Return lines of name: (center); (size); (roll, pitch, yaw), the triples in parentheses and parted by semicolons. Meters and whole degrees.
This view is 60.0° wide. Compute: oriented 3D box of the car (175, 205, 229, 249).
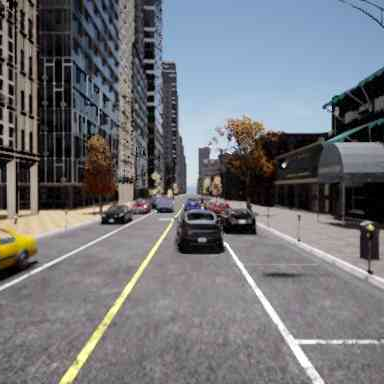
car: (0.268, 1.550, 14.879); (1.837, 1.490, 4.892); (0, 0, -3)

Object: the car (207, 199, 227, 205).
car: (2.686, 1.638, 31.118); (1.887, 1.381, 4.507); (-1, 0, 0)

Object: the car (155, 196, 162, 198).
car: (-5.657, 1.711, 48.107); (1.947, 1.339, 4.313); (-1, 0, 0)

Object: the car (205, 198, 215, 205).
car: (2.688, 1.692, 36.761); (1.802, 1.307, 4.206); (-1, 0, 0)

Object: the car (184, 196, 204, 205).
car: (0.110, 1.477, 42.007); (2.097, 1.767, 4.553); (0, 0, 0)

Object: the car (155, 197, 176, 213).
car: (-3.074, 1.665, 39.367); (2.033, 1.411, 5.357); (0, 0, 0)

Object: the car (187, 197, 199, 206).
car: (0.116, 1.679, 61.830); (2.128, 1.511, 4.902); (0, 0, 0)

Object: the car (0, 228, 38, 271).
car: (-5.667, 1.551, 8.428); (1.752, 1.417, 4.829); (-1, 0, 0)

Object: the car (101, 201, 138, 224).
car: (-5.662, 1.643, 25.530); (1.947, 1.339, 4.313); (-1, 0, 0)

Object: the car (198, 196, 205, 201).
car: (2.701, 1.833, 93.202); (1.887, 1.381, 4.507); (-1, 0, 0)

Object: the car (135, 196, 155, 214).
car: (-5.661, 1.550, 36.819); (1.967, 1.590, 4.097); (-1, 0, 0)

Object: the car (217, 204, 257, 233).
car: (2.683, 1.625, 19.830); (1.947, 1.339, 4.313); (-1, 0, 0)

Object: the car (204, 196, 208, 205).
car: (2.688, 1.653, 42.575); (1.752, 1.417, 4.829); (-1, 0, 0)

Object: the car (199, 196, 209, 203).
car: (2.695, 1.674, 76.270); (1.967, 1.590, 4.097); (-1, 0, 0)

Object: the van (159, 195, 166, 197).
van: (-5.662, 1.504, 53.751); (1.690, 1.788, 3.998); (-1, 0, 0)

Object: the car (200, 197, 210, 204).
car: (2.696, 1.782, 70.625); (1.947, 1.339, 4.313); (-1, 0, 0)

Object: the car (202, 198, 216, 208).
car: (2.692, 1.728, 53.693); (1.947, 1.339, 4.313); (-1, 0, 0)
